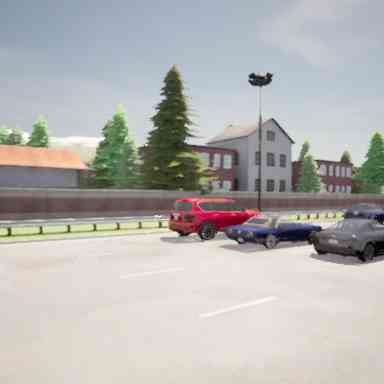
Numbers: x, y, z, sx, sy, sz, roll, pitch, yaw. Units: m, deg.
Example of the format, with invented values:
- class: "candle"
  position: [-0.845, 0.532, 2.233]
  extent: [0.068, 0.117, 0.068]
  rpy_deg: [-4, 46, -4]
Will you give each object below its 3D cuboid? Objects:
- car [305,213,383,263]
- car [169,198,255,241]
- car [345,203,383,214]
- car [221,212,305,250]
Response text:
- class: "car"
  position: [6.609, 1.731, 12.828]
  extent: [4.181, 1.385, 1.994]
  rpy_deg: [1, 0, -35]
- class: "car"
  position: [1.423, 1.371, 17.747]
  extent: [5.566, 2.045, 2.150]
  rpy_deg: [1, 0, -35]
- class: "car"
  position: [14.475, 1.710, 27.041]
  extent: [4.553, 1.767, 2.097]
  rpy_deg: [1, -1, -35]
- class: "car"
  position: [3.863, 1.756, 15.181]
  extent: [4.718, 1.301, 1.895]
  rpy_deg: [1, -1, -35]
